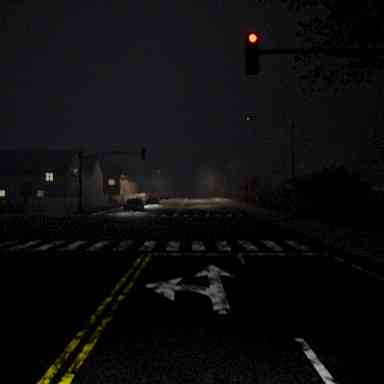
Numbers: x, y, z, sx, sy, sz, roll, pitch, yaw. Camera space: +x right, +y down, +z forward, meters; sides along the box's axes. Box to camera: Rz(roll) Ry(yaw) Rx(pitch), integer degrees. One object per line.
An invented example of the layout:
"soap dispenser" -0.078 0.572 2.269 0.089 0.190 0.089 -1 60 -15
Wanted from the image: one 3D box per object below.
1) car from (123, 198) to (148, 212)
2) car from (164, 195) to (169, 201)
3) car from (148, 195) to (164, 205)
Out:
"car" -6.455 1.475 37.219 1.837 1.490 4.892 0 2 0
"car" -6.407 1.334 78.081 1.994 1.385 4.181 0 0 0
"car" -6.435 1.404 55.188 2.128 1.511 4.902 0 1 0
